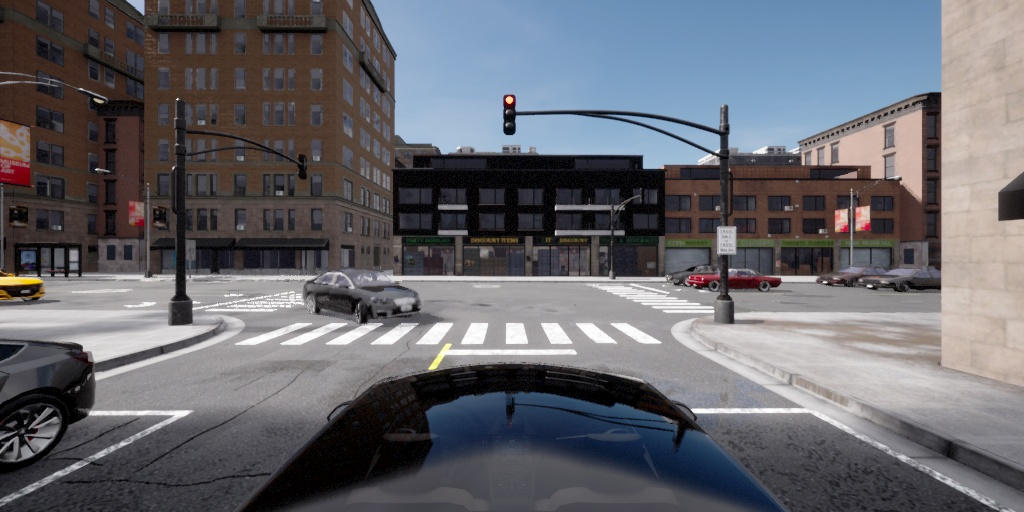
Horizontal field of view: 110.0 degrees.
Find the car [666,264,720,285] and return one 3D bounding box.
[{"bbox_3d":[13.170,1.329,24.605,4.892,1.490,1.837,0,0,-1],"label":"car"}]

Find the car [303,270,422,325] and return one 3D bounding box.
[{"bbox_3d":[-5.013,1.226,11.814,4.902,1.511,2.128,0,0,36],"label":"car"}]

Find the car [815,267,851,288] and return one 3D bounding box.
[{"bbox_3d":[24.241,1.430,24.748,5.357,1.411,2.033,0,0,-1],"label":"car"}]

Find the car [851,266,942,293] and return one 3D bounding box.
[{"bbox_3d":[24.083,1.428,21.496,5.357,1.411,2.033,0,0,-1],"label":"car"}]

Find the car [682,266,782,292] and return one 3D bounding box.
[{"bbox_3d":[13.079,1.424,21.355,4.718,1.301,1.895,0,0,-1],"label":"car"}]

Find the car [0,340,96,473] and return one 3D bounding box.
[{"bbox_3d":[-5.388,1.316,2.113,1.948,1.339,4.313,0,0,0],"label":"car"}]

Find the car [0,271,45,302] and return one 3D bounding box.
[{"bbox_3d":[-21.777,1.131,14.198,5.008,1.535,1.882,0,0,-1],"label":"car"}]
